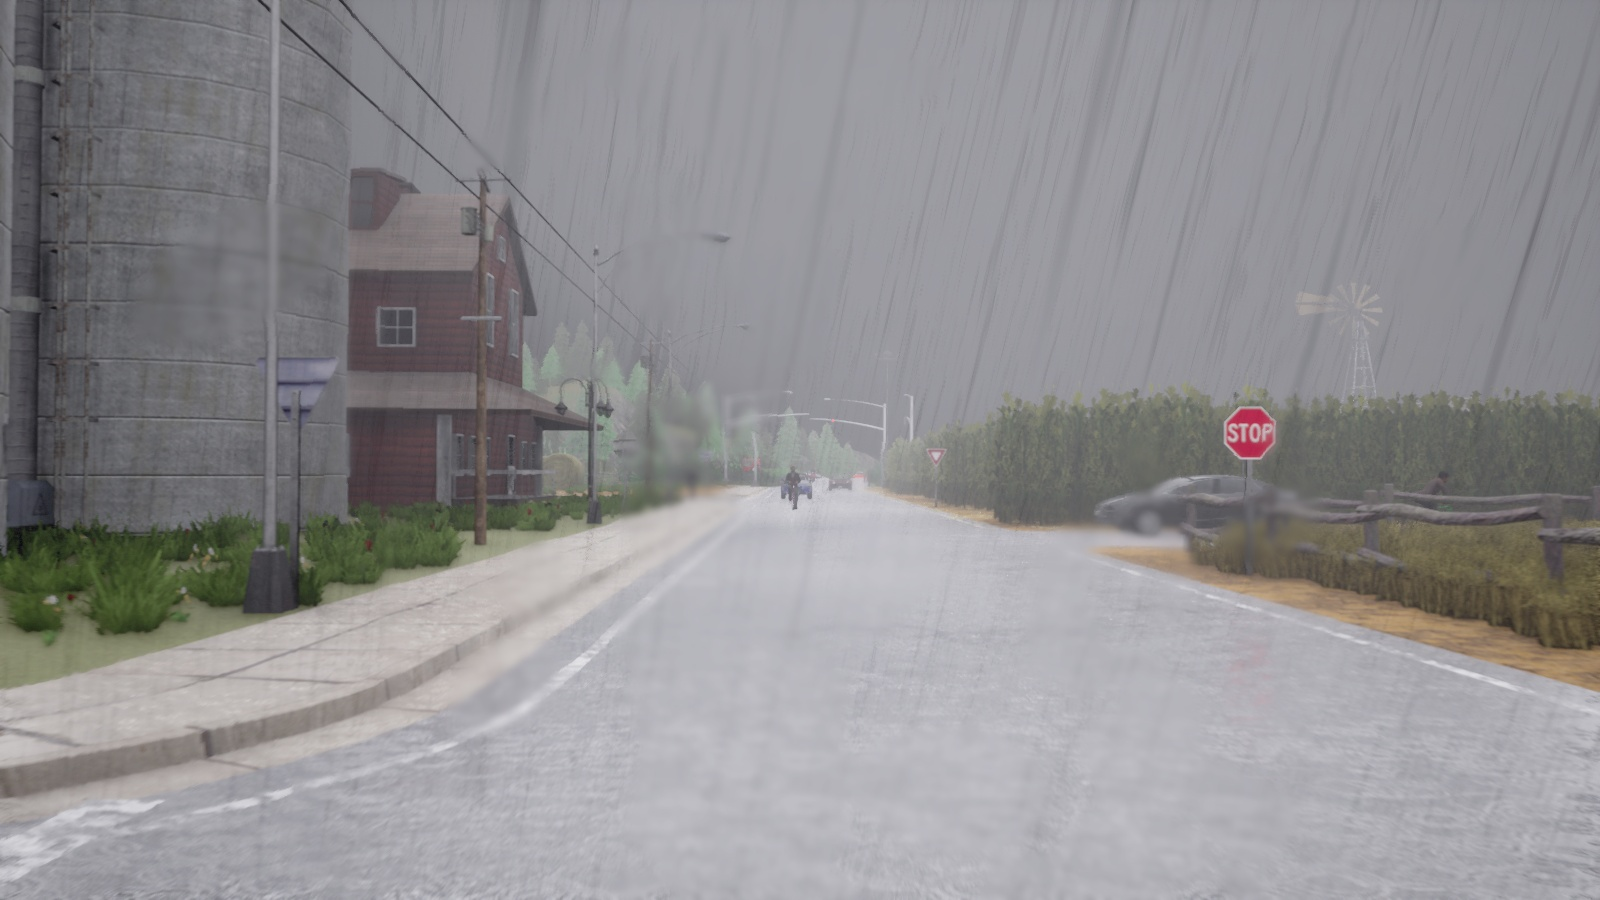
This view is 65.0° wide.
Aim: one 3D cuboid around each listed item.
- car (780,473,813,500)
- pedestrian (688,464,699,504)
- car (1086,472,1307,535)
[{"bbox_3d":[-0.173,2.026,71.327,1.816,1.474,4.193,0,-1,0],"label":"car"},{"bbox_3d":[-5.023,1.605,59.343,0.376,1.854,0.720,0,-1,7],"label":"pedestrian"},{"bbox_3d":[9.775,1.304,31.189,4.892,1.490,1.837,0,-1,0],"label":"car"}]
